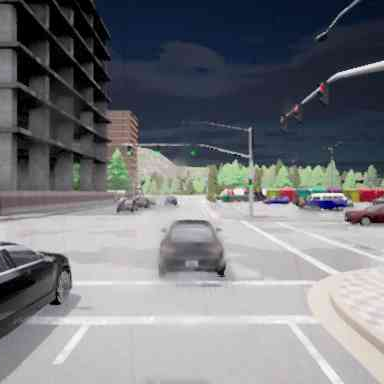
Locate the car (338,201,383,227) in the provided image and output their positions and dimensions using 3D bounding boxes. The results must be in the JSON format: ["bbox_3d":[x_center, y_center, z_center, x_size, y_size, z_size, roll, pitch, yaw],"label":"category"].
[{"bbox_3d":[13.349,1.586,23.414,5.008,1.535,1.882,0,0,0],"label":"car"}]

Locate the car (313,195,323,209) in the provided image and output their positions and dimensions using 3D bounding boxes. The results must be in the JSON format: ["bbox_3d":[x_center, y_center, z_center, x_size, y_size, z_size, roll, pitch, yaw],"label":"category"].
[{"bbox_3d":[21.498,1.539,51.710,3.905,1.438,1.784,0,0,0],"label":"car"}]

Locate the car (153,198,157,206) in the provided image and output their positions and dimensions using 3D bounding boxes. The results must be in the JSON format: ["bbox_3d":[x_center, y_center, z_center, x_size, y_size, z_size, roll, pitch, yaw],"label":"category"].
[{"bbox_3d":[-7.347,1.746,58.706,1.895,1.301,4.718,0,0,1],"label":"car"}]

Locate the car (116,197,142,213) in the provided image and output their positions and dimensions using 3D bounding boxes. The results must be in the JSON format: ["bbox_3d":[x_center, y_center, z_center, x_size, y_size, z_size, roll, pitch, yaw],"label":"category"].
[{"bbox_3d":[-7.407,1.622,38.523,1.812,1.442,4.674,0,0,1],"label":"car"}]

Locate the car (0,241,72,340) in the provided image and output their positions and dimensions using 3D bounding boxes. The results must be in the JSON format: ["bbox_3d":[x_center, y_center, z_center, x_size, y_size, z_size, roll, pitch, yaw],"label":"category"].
[{"bbox_3d":[-3.475,1.508,5.220,2.128,1.511,4.902,0,0,0],"label":"car"}]

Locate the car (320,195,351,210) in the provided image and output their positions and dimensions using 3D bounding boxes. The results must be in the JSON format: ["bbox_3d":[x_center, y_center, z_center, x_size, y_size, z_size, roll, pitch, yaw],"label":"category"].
[{"bbox_3d":[21.476,1.563,48.815,3.806,1.475,1.970,0,0,0],"label":"car"}]

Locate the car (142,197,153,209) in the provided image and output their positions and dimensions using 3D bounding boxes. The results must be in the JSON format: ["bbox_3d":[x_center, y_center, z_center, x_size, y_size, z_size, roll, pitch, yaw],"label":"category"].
[{"bbox_3d":[-7.398,1.472,48.603,2.097,1.767,4.553,0,0,0],"label":"car"}]

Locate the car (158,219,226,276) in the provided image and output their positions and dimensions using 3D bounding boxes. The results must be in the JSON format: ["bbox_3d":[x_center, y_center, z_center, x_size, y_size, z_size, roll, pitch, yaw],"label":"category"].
[{"bbox_3d":[-0.020,1.578,10.404,1.812,1.442,4.674,0,0,-1],"label":"car"}]

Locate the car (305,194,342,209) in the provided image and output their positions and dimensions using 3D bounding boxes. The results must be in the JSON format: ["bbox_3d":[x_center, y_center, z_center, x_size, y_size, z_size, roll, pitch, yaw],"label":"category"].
[{"bbox_3d":[21.467,1.335,54.395,4.605,1.855,1.932,0,0,0],"label":"car"}]

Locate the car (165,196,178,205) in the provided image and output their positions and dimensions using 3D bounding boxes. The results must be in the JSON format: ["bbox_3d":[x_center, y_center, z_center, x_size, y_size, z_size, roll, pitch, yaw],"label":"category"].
[{"bbox_3d":[-3.713,1.500,60.566,2.097,1.767,4.553,0,0,0],"label":"car"}]

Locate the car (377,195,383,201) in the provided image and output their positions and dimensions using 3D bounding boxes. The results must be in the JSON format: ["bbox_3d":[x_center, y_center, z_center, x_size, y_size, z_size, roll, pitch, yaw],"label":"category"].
[{"bbox_3d":[36.568,1.343,59.835,4.605,1.855,1.932,0,0,0],"label":"car"}]

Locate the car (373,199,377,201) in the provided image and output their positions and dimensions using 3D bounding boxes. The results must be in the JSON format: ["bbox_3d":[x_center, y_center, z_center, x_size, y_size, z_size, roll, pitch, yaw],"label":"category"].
[{"bbox_3d":[36.654,1.561,62.731,3.905,1.438,1.784,0,0,0],"label":"car"}]
